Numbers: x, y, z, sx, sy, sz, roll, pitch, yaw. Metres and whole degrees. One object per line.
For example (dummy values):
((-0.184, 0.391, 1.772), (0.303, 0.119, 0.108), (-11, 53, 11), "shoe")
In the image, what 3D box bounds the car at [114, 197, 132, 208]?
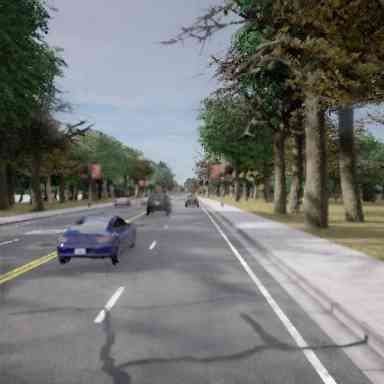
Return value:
((-9.920, 1.504, 47.816), (1.812, 1.442, 4.674), (0, 0, 0), "car")

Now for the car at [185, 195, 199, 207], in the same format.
((-0.019, 1.340, 52.362), (2.097, 1.767, 4.553), (0, 0, 0), "car")

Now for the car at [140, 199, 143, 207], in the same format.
((-6.670, 1.509, 50.624), (1.812, 1.442, 4.674), (0, 0, 0), "car")

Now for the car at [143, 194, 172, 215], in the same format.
((-3.190, 1.186, 32.909), (2.150, 2.045, 5.566), (0, 0, -1), "car")

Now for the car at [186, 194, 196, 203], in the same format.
((-0.288, 1.391, 72.687), (2.097, 1.767, 4.553), (0, 0, -1), "car")

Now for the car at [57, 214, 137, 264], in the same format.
((-3.155, 1.505, 11.670), (1.812, 1.442, 4.674), (0, 0, 0), "car")
